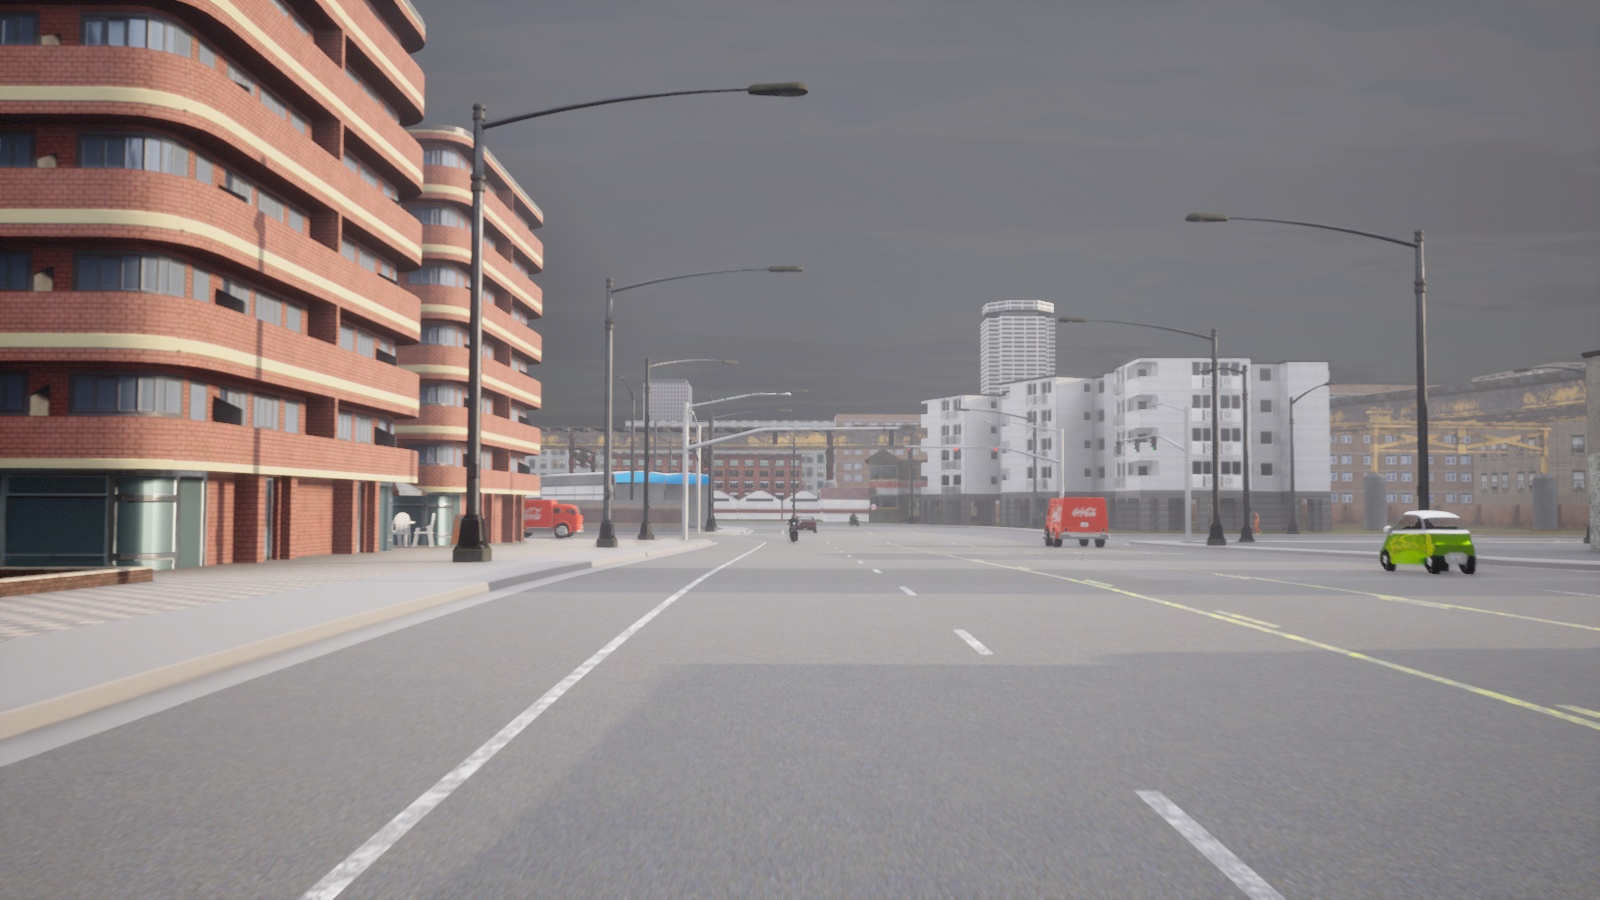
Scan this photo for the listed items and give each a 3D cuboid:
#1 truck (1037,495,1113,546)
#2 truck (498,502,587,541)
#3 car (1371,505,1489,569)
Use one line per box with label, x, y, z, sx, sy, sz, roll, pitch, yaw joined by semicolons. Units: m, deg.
truck;13.862;3.561;63.734;2.627;2.467;5.204;0;-3;0
truck;-16.499;4.575;80.821;5.204;2.467;2.627;0;-3;-1
car;13.936;1.914;27.893;1.481;1.376;2.207;0;-3;0
